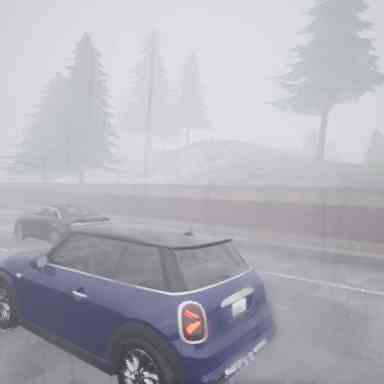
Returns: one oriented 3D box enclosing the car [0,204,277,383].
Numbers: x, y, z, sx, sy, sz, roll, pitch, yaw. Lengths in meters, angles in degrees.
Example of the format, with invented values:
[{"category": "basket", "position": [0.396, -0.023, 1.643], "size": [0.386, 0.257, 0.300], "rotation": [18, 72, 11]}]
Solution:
[{"category": "car", "position": [-1.151, 1.261, 5.041], "size": [4.553, 1.767, 2.097], "rotation": [2, 1, 37]}]
